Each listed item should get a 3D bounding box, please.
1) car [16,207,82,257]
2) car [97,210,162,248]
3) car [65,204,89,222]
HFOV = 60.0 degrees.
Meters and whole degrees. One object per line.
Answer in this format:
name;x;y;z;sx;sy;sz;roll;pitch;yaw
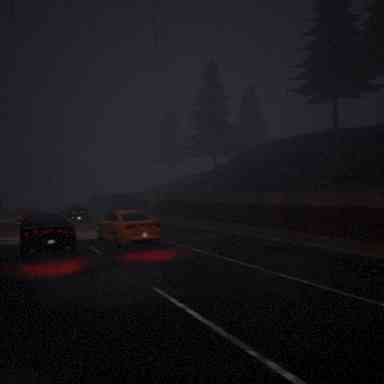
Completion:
car;-6.157;1.621;13.942;1.882;1.535;5.008;0;0;-28
car;-3.086;1.600;15.623;1.882;1.535;5.008;0;0;-28
car;-9.963;1.774;28.113;1.837;1.490;4.892;0;0;-28
